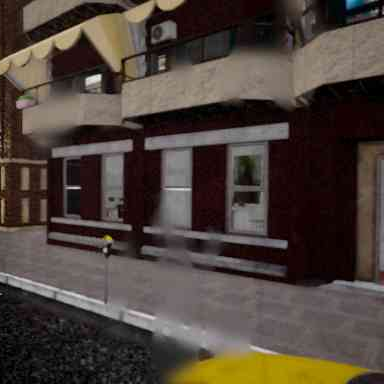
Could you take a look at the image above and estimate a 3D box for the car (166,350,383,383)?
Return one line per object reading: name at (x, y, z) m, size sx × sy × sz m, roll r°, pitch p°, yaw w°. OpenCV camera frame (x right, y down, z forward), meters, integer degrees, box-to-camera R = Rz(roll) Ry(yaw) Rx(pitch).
car at (1.709, 1.526, 1.491) m, size 4.829 × 1.417 × 1.752 m, roll 0°, pitch 1°, yaw 36°
